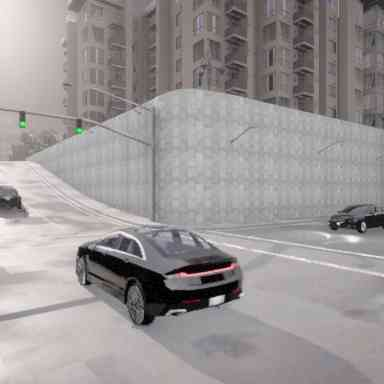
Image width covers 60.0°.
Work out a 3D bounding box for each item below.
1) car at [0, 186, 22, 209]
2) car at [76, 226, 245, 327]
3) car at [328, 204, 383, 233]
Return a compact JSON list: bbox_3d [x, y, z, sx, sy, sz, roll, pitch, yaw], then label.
[{"bbox_3d":[-15.328,0.273,27.113,2.097,1.767,4.553,0,8,-36],"label":"car"},{"bbox_3d":[-1.020,1.493,7.209,2.128,1.511,4.902,0,0,-36],"label":"car"},{"bbox_3d":[10.056,1.505,19.773,4.892,1.490,1.837,0,0,-36],"label":"car"}]
